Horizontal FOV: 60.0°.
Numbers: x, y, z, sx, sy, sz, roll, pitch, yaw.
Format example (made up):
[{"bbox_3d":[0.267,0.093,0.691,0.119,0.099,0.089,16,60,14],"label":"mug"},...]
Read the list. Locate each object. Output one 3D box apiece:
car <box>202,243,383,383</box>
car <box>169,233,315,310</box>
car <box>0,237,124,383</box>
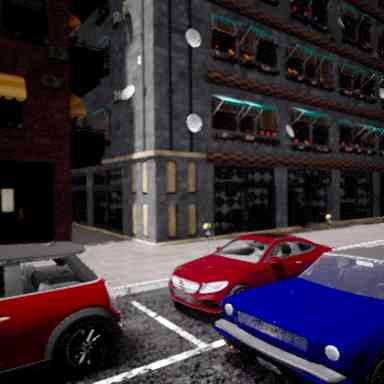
[{"bbox_3d":[2.636,1.598,4.953,4.718,1.301,1.895,0,0,-36],"label":"car"},{"bbox_3d":[1.498,1.579,7.187,4.206,1.307,1.802,0,-1,-36],"label":"car"},{"bbox_3d":[-3.016,1.442,3.958,4.097,1.590,1.967,0,-1,-36],"label":"car"}]
